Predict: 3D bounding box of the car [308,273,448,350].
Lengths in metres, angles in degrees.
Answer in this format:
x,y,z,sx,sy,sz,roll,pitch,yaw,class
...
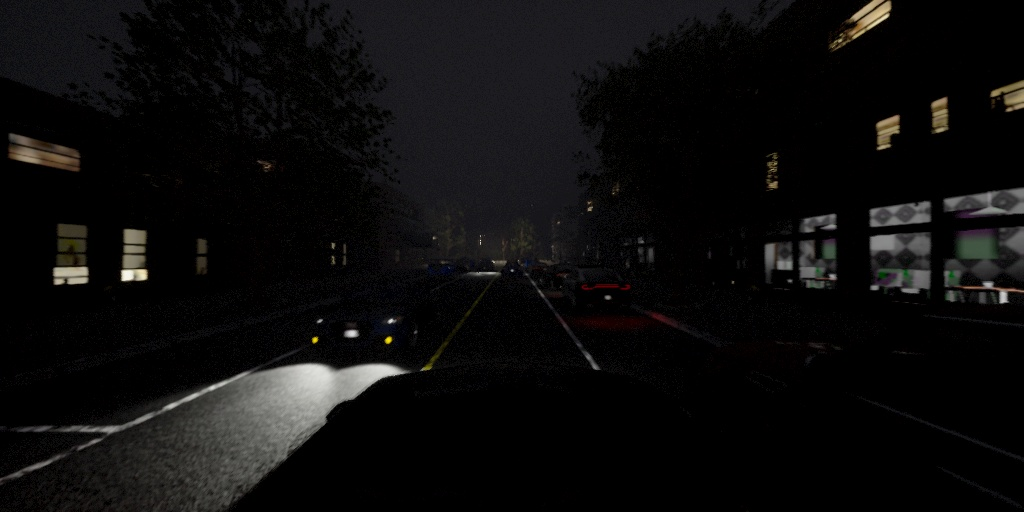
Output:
x,y,z,sx,sy,sz,roll,pitch,yaw,class
-3.050,1.287,8.832,1.994,1.385,4.181,0,0,0,car

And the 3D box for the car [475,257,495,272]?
x,y,z,sx,sy,sz,roll,pitch,yaw,class
-3.060,1.155,42.088,1.994,1.385,4.181,0,0,0,car

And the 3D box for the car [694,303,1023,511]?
x,y,z,sx,sy,sz,roll,pitch,yaw,class
2.689,1.067,1.251,2.192,1.841,5.009,0,0,0,car

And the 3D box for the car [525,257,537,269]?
x,y,z,sx,sy,sz,roll,pitch,yaw,class
2.700,1.124,40.222,1.751,1.417,4.829,0,0,0,car

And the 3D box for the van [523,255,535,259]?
x,y,z,sx,sy,sz,roll,pitch,yaw,class
2.703,0.894,51.140,1.690,1.789,3.998,0,0,0,van

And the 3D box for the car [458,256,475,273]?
x,y,z,sx,sy,sz,roll,pitch,yaw,class
-5.681,1.039,40.043,1.967,1.591,4.097,0,0,0,car

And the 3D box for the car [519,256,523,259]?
x,y,z,sx,sy,sz,roll,pitch,yaw,class
0.061,1.120,46.460,2.033,1.411,5.357,0,0,1,car

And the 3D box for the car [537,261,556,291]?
x,y,z,sx,sy,sz,roll,pitch,yaw,class
3.009,1.152,21.472,1.882,1.535,5.008,0,0,-5,car

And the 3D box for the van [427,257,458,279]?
x,y,z,sx,sy,sz,roll,pitch,yaw,class
-5.684,0.985,28.956,1.690,1.789,3.998,0,0,0,van

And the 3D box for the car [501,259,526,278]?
x,y,z,sx,sy,sz,roll,pitch,yaw,class
0.030,1.193,32.646,1.994,1.385,4.181,0,0,1,car

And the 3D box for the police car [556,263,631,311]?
x,y,z,sx,sy,sz,roll,pitch,yaw,class
3.136,1.127,14.296,1.930,1.638,5.238,0,0,0,police car

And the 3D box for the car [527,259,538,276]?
x,y,z,sx,sy,sz,roll,pitch,yaw,class
2.699,1.204,34.509,1.802,1.307,4.207,0,0,0,car
